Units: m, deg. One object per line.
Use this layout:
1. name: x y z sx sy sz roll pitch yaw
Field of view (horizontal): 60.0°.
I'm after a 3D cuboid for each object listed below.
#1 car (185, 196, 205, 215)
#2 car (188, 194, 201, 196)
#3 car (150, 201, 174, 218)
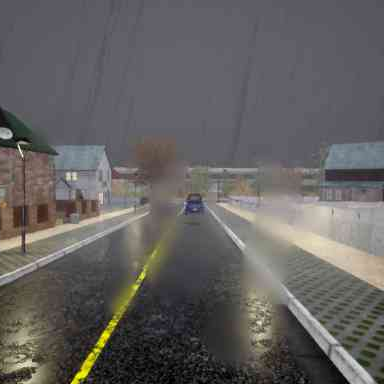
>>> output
1. car: 0.292 1.469 33.697 1.882 1.535 5.008 0 0 0
2. car: 0.350 1.221 44.231 2.150 2.045 5.566 0 0 0
3. car: -2.653 1.538 30.571 2.033 1.411 5.357 0 0 1
